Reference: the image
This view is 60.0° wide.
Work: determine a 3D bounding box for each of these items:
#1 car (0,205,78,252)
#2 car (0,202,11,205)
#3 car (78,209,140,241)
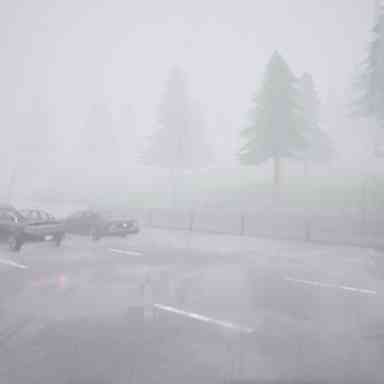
[{"bbox_3d":[-7.197,1.492,13.954,4.902,1.511,2.128,0,0,40],"label":"car"},{"bbox_3d":[-15.221,1.514,25.879,4.892,1.490,1.837,0,0,44],"label":"car"},{"bbox_3d":[-4.956,1.560,16.642,5.357,1.411,2.033,0,0,40],"label":"car"}]
